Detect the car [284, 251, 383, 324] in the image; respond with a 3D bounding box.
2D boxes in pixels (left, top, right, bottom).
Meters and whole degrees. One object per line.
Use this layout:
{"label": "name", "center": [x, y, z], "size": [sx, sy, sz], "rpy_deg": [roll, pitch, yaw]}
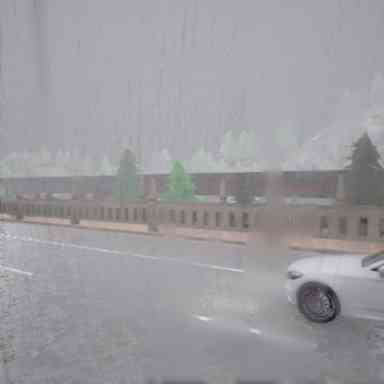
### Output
{"label": "car", "center": [3.875, 1.498, 5.379], "size": [4.674, 1.442, 1.812], "rpy_deg": [0, 0, 36]}
